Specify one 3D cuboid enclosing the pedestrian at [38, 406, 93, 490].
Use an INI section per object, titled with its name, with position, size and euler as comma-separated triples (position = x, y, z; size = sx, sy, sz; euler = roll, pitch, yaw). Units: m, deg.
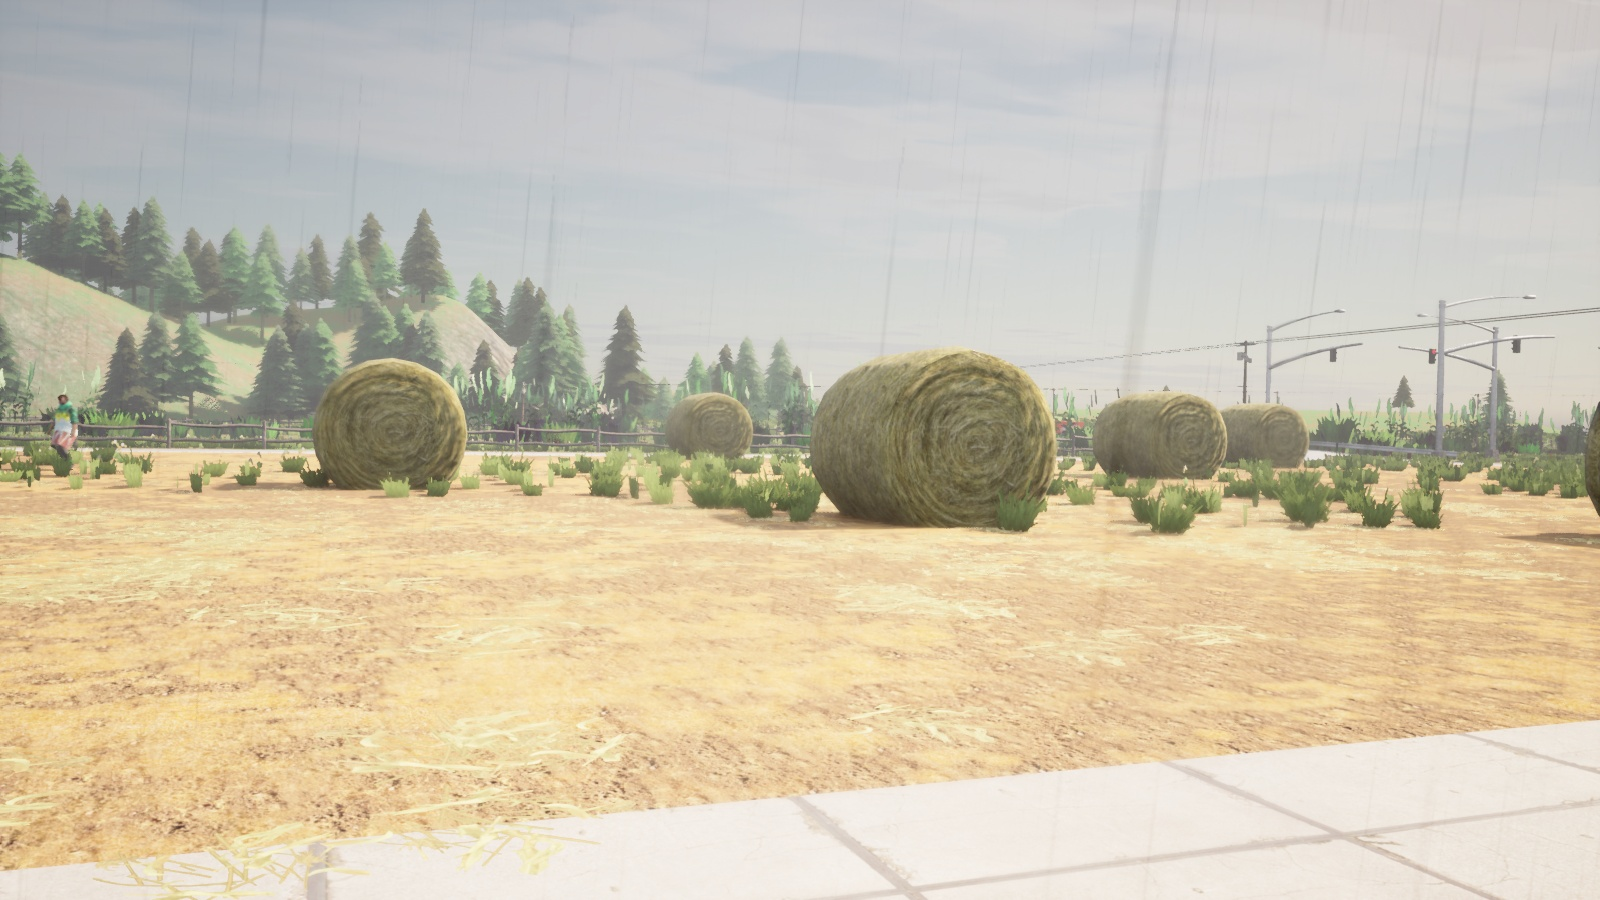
[pedestrian]
position = -17.431, -0.061, 29.825
size = 0.659, 1.952, 0.873
euler = 0, 1, 24
